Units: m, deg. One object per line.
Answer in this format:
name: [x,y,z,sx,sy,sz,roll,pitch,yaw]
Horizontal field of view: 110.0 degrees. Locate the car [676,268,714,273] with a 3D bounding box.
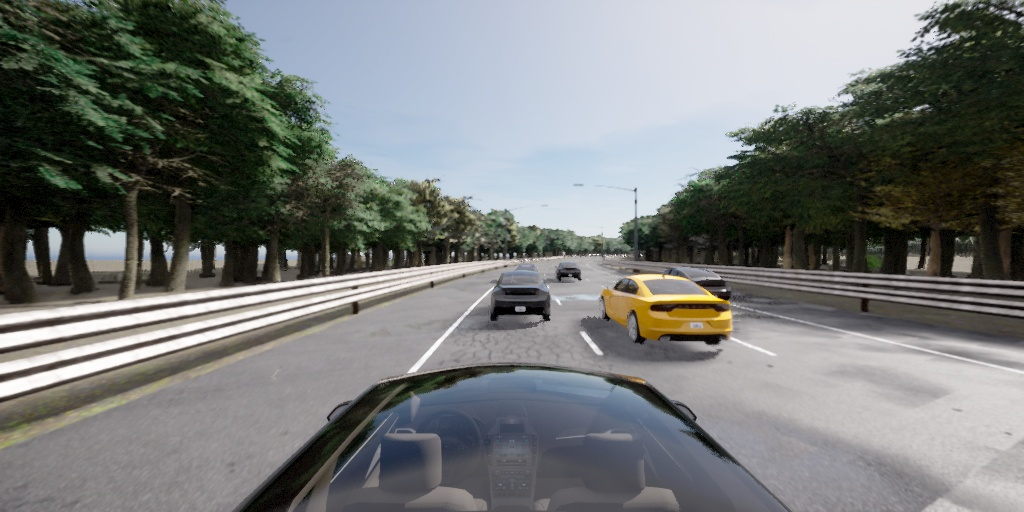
car: [7.409,1.260,15.473,1.837,1.490,4.892,0,0,2]

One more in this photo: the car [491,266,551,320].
car: [0.305,1.254,12.559,1.837,1.490,4.892,0,0,2]

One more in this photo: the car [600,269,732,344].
car: [3.732,1.230,9.623,1.882,1.535,5.008,0,0,1]

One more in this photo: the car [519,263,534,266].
car: [1.254,1.313,30.828,1.994,1.385,4.181,0,0,4]

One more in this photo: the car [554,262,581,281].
car: [4.730,1.257,30.409,1.837,1.490,4.892,0,0,4]
